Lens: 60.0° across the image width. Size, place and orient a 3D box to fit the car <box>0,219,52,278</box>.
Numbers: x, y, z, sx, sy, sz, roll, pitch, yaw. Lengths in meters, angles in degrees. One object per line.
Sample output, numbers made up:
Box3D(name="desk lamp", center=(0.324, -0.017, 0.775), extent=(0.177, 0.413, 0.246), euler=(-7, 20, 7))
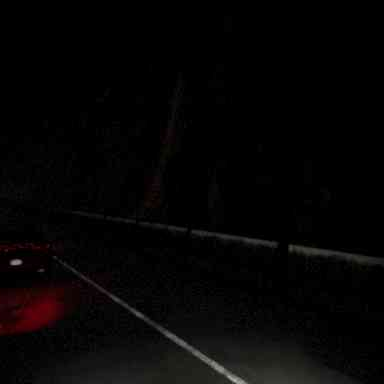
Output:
Box3D(name="car", center=(-5.628, 1.540, 10.008), extent=(1.882, 1.535, 5.008), euler=(0, 0, -35))
